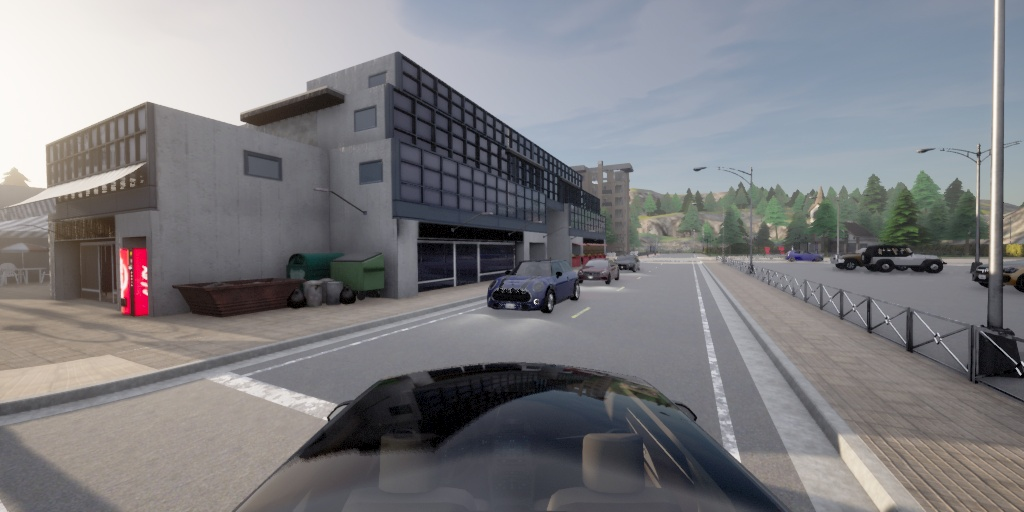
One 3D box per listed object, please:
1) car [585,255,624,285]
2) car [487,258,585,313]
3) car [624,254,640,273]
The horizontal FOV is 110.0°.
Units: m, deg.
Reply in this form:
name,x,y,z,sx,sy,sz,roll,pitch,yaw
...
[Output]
name,x,y,z,sx,sy,sz,roll,pitch,yaw
car,5.419,0.870,22.117,1.812,1.442,4.674,0,1,26
car,0.928,0.908,13.068,2.097,1.767,4.553,0,1,26
car,10.074,0.631,31.461,1.837,1.490,4.892,0,1,27
